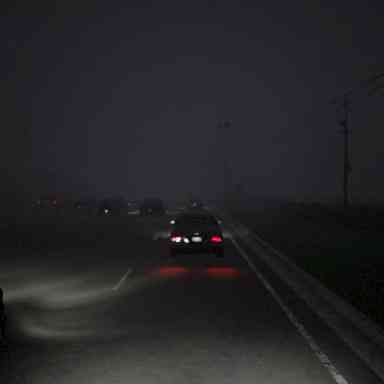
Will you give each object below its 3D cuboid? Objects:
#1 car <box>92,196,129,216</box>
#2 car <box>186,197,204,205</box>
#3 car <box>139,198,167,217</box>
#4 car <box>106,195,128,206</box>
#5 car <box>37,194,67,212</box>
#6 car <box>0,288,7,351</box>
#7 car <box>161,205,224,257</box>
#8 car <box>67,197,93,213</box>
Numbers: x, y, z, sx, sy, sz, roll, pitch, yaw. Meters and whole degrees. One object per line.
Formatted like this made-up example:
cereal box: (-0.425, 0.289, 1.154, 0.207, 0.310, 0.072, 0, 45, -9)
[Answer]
car: (-6.755, 1.246, 28.724, 1.837, 1.490, 4.892, 0, 0, 0)
car: (0.292, 1.281, 37.178, 1.994, 1.385, 4.181, 0, 0, 0)
car: (-3.257, 1.242, 28.384, 1.882, 1.535, 5.008, 0, 0, 0)
car: (-10.238, 1.159, 45.418, 1.994, 1.385, 4.181, 0, 1, 1)
car: (-13.727, 1.016, 33.557, 2.097, 1.767, 4.553, 0, 0, 0)
car: (-3.399, 1.439, 2.432, 1.882, 1.535, 5.008, 0, 1, 0)
car: (0.155, 1.452, 12.520, 2.033, 1.411, 5.357, 0, 0, 0)
car: (-10.331, 1.215, 32.892, 1.812, 1.442, 4.674, 0, 1, 0)
